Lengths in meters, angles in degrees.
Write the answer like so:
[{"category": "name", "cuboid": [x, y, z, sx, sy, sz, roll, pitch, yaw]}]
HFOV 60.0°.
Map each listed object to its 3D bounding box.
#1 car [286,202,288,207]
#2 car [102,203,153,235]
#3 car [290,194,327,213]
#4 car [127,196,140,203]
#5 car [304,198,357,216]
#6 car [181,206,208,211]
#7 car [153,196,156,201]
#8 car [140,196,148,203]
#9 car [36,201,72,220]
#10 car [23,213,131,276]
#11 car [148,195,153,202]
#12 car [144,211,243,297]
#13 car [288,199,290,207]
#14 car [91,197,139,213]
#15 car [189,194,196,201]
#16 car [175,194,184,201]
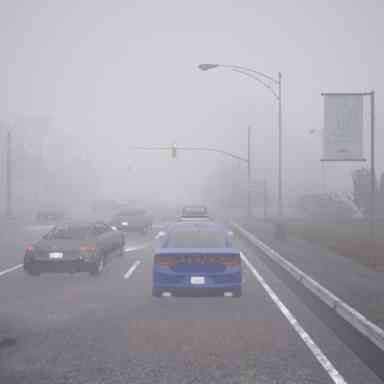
[{"category": "car", "cuboid": [14.784, 1.220, 41.791, 5.566, 2.045, 2.150, 0, 0, 2]}, {"category": "car", "cuboid": [-3.373, 1.563, 18.768, 1.994, 1.385, 4.181, 0, 0, 0]}, {"category": "car", "cuboid": [13.601, 1.220, 34.627, 5.566, 2.045, 2.150, 0, 0, 3]}, {"category": "car", "cuboid": [-10.503, 1.490, 55.436, 2.128, 1.511, 4.902, 0, 0, 0]}, {"category": "car", "cuboid": [13.095, 1.563, 31.150, 4.181, 1.385, 1.994, 0, 0, 3]}, {"category": "car", "cuboid": [0.127, 1.491, 18.110, 2.128, 1.511, 4.902, 0, 0, 0]}, {"category": "car", "cuboid": [-10.374, 1.547, 84.418, 1.994, 1.385, 4.181, 0, 0, 0]}, {"category": "car", "cuboid": [-10.429, 1.562, 64.788, 1.994, 1.385, 4.181, 0, 0, 2]}, {"category": "car", "cuboid": [-10.600, 1.477, 25.968, 1.882, 1.535, 5.008, 2, 0, -13]}, {"category": "car", "cuboid": [-3.395, 1.564, 10.385, 1.994, 1.385, 4.181, 0, 0, 1]}, {"category": "car", "cuboid": [-10.389, 1.522, 74.392, 1.812, 1.442, 4.674, 0, 0, 0]}, {"category": "car", "cuboid": [0.112, 1.477, 8.611, 1.882, 1.535, 5.008, 0, 0, 0]}, {"category": "car", "cuboid": [14.071, 1.477, 38.306, 5.008, 1.535, 1.882, 0, 0, 3]}, {"category": "car", "cuboid": [-8.527, 1.525, 35.913, 4.674, 1.442, 1.812, 0, 0, 3]}, {"category": "car", "cuboid": [0.127, 1.531, 85.577, 2.033, 1.411, 5.357, 0, 0, 0]}, {"category": "car", "cuboid": [-3.372, 1.347, 85.969, 2.097, 1.767, 4.553, 0, 0, 0]}]
